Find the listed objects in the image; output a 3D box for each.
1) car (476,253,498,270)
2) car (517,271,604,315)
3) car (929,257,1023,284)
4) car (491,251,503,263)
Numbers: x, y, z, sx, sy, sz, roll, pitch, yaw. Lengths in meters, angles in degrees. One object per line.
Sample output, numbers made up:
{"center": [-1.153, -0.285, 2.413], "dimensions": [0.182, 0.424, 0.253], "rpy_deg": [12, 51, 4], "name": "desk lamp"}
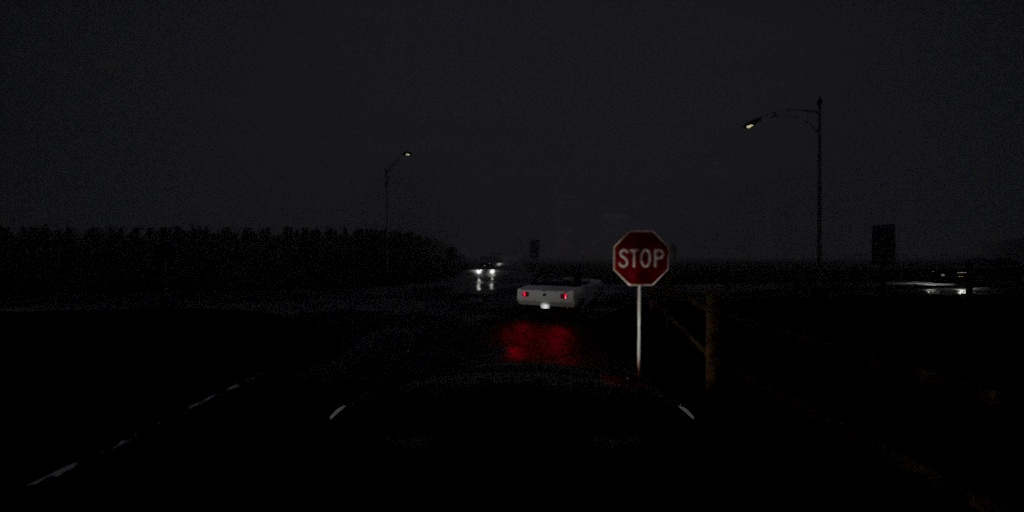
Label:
{"center": [-2.885, 0.718, 40.364], "dimensions": [1.837, 1.490, 4.892], "rpy_deg": [0, 1, 0], "name": "car"}
{"center": [1.943, 1.182, 12.873], "dimensions": [1.895, 1.301, 4.718], "rpy_deg": [0, 1, 25], "name": "car"}
{"center": [27.286, 0.822, 20.895], "dimensions": [4.892, 1.490, 1.837], "rpy_deg": [0, 1, -5], "name": "car"}
{"center": [-2.838, 0.159, 62.577], "dimensions": [2.150, 2.045, 5.566], "rpy_deg": [0, 0, 0], "name": "car"}
